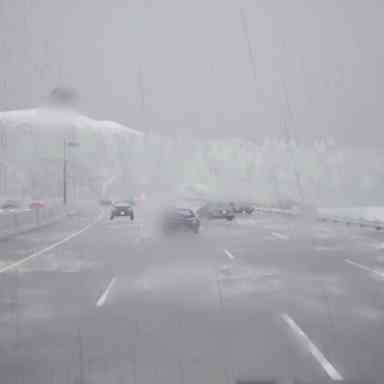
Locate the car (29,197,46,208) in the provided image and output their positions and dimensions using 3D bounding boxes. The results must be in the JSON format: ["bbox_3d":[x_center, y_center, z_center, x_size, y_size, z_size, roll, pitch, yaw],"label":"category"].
[{"bbox_3d":[-23.533,1.540,50.766,2.097,1.767,4.553,-1,0,-20],"label":"car"}]

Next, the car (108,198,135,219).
[{"bbox_3d":[-6.168,1.560,29.340,1.812,1.442,4.674,0,0,-12],"label":"car"}]

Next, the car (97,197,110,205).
[{"bbox_3d":[-16.075,1.667,60.950,1.994,1.385,4.181,0,0,-25],"label":"car"}]

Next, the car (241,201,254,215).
[{"bbox_3d":[4.181,1.530,31.874,1.895,1.301,4.718,-1,0,-12],"label":"car"}]

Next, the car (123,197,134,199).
[{"bbox_3d":[-11.409,1.550,58.988,2.128,1.511,4.902,0,0,-23],"label":"car"}]

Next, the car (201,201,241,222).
[{"bbox_3d":[1.779,1.506,26.107,2.033,1.411,5.357,0,0,-12],"label":"car"}]

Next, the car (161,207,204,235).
[{"bbox_3d":[-0.804,1.591,18.905,1.895,1.301,4.718,-1,0,-8],"label":"car"}]

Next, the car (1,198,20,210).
[{"bbox_3d":[-26.473,1.722,48.664,1.837,1.490,4.892,0,0,-20],"label":"car"}]
